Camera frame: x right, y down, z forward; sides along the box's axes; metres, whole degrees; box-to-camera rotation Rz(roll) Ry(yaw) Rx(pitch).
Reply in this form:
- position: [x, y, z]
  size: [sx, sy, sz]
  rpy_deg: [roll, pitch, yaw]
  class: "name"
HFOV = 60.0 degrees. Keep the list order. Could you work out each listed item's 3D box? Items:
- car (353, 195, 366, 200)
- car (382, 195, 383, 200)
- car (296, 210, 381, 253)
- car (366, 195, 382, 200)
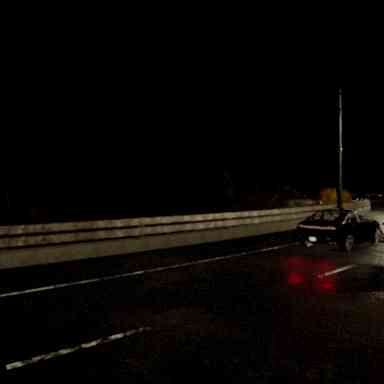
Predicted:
- position: [39.777, 1.354, 81.159]
  size: [1.994, 1.385, 4.181]
  rpy_deg: [0, 0, 4]
  class: "car"
- position: [46.749, 1.308, 79.947]
  size: [1.812, 1.442, 4.674]
  rpy_deg: [0, 0, 4]
  class: "car"
- position: [6.158, 1.486, 13.719]
  size: [4.902, 1.511, 2.128]
  rpy_deg: [0, 0, -43]
  class: "car"
- position: [43.260, 1.325, 80.816]
  size: [2.033, 1.411, 5.357]
  rpy_deg: [0, 0, 4]
  class: "car"
